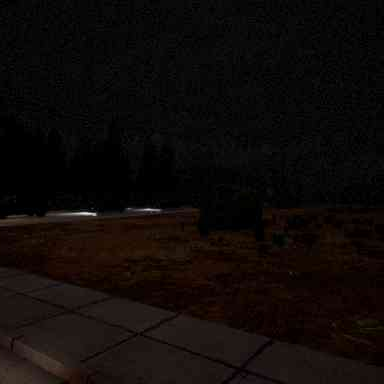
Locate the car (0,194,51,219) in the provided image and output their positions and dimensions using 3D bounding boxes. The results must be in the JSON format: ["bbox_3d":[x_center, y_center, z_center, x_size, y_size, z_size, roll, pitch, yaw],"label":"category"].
[{"bbox_3d":[-15.488,1.248,29.727,2.150,2.045,5.566,0,0,36],"label":"car"}]

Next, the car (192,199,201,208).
[{"bbox_3d":[1.938,1.591,47.246,1.994,1.385,4.181,0,0,39],"label":"car"}]

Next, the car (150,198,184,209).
[{"bbox_3d":[-3.386,1.574,46.082,2.033,1.411,5.357,0,0,37],"label":"car"}]

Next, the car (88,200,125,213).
[{"bbox_3d":[-9.588,1.591,37.702,1.994,1.385,4.181,0,0,37],"label":"car"}]
